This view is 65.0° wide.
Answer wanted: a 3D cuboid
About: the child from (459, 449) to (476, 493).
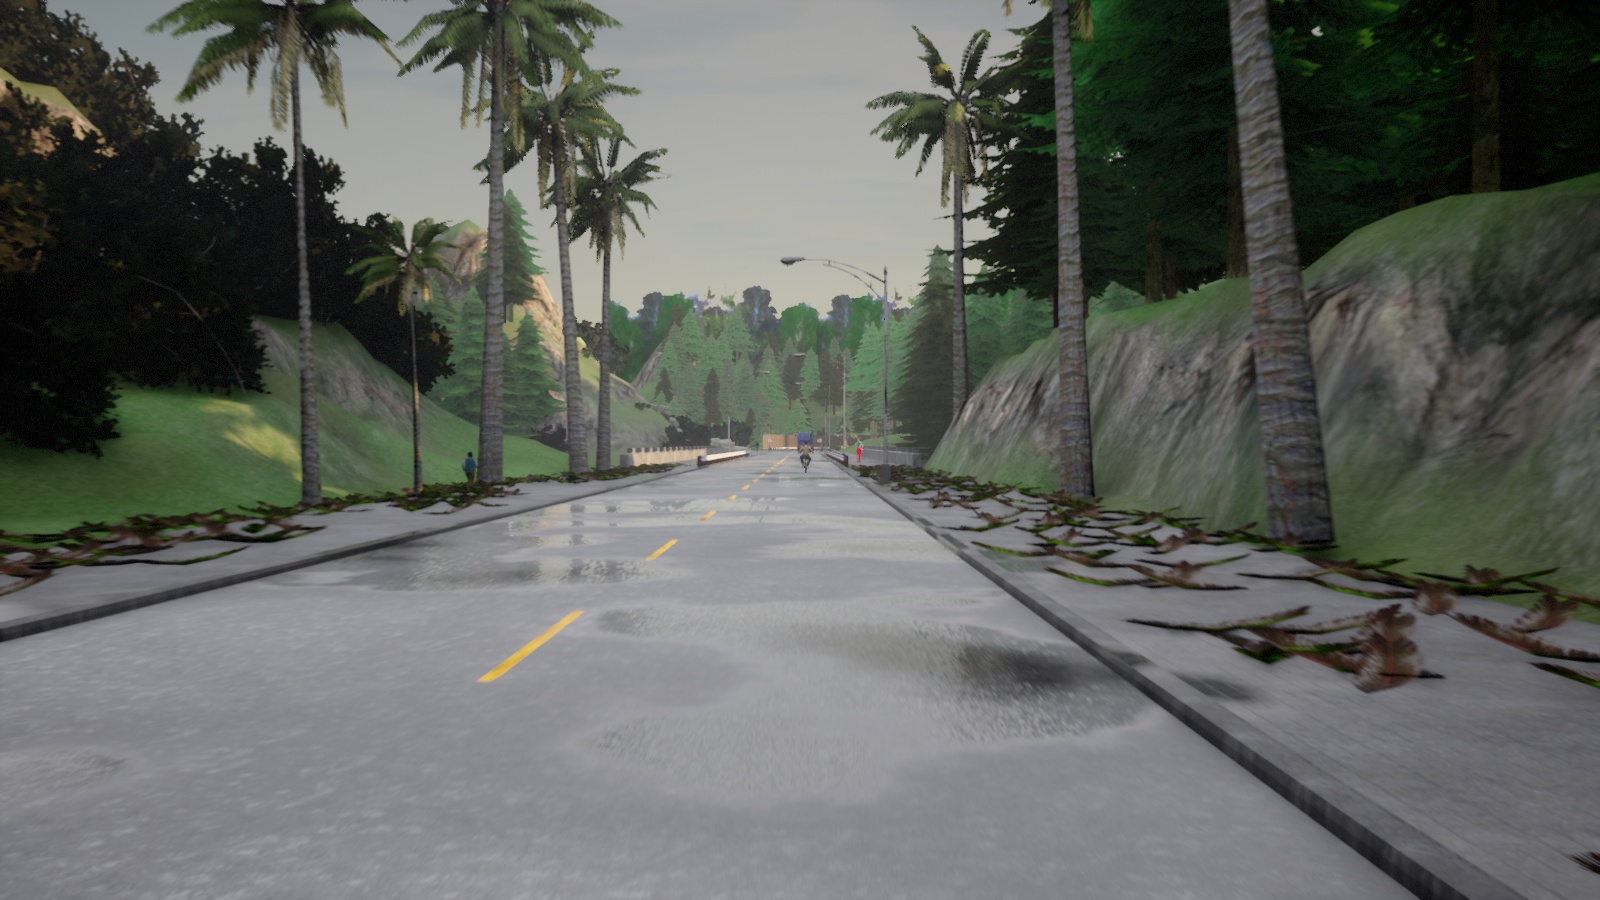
[{"bbox_3d":[-9.067,0.577,34.223,0.343,1.192,0.448,0,0,1],"label":"child"}]
